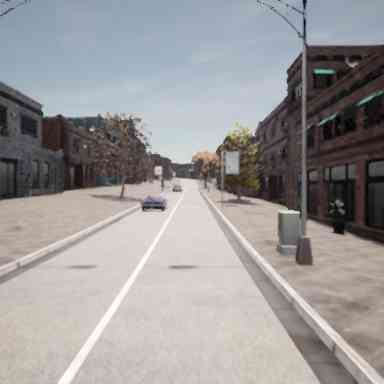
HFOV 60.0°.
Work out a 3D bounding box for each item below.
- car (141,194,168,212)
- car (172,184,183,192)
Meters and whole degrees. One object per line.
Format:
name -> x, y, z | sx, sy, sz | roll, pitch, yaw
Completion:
car -> -3.104, 0.864, 28.181 | 1.895, 1.301, 4.718 | 0, 2, 0
car -> -3.035, -0.890, 68.925 | 2.097, 1.767, 4.553 | 0, 2, 0
